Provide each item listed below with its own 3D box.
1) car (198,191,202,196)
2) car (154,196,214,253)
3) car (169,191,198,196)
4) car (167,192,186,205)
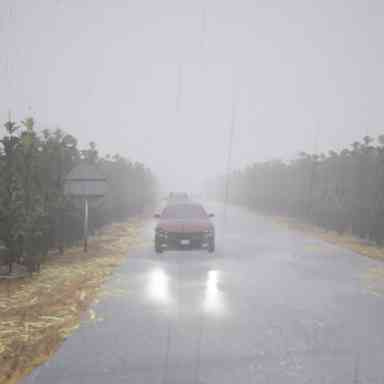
[{"bbox_3d":[0.532,0.517,54.870,1.895,1.301,4.718,0,1,-3],"label":"car"},{"bbox_3d":[-0.290,1.126,12.192,1.882,1.535,5.008,0,2,-2],"label":"car"},{"bbox_3d":[-0.993,0.778,24.811,2.128,1.511,4.902,0,2,-3],"label":"car"},{"bbox_3d":[-1.782,0.663,38.489,2.033,1.411,5.357,0,0,-3],"label":"car"}]
